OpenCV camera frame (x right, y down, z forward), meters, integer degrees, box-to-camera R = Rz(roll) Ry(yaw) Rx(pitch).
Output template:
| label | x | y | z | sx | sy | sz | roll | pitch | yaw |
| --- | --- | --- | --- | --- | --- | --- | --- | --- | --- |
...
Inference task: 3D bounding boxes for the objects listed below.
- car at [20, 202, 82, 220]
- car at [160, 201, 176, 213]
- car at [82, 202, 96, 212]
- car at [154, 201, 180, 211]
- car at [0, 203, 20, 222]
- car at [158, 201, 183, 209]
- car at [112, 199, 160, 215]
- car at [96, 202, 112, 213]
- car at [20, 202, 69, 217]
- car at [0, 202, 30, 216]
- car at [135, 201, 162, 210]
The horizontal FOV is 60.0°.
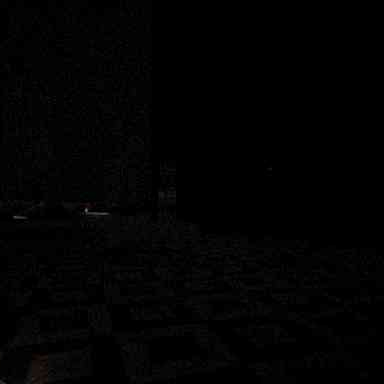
| label | x | y | z | sx | sy | sz | roll | pitch | yaw |
| --- | --- | --- | --- | --- | --- | --- | --- | --- | --- |
| car | -13.094 | 1.821 | 30.948 | 1.752 | 1.417 | 4.829 | -1 | -2 | 35 |
| car | -3.363 | 2.111 | 44.595 | 1.887 | 1.381 | 4.507 | -1 | -2 | 35 |
| car | -13.576 | 2.013 | 44.955 | 1.887 | 1.381 | 4.507 | -1 | -2 | 35 |
| car | -3.964 | 2.245 | 53.725 | 1.994 | 1.385 | 4.181 | 0 | -1 | 37 |
| car | -16.468 | 1.772 | 26.214 | 1.947 | 1.339 | 4.313 | -1 | -2 | 35 |
| car | -3.747 | 2.302 | 58.739 | 2.008 | 1.369 | 4.403 | -1 | -2 | 35 |
| car | -6.640 | 1.789 | 40.005 | 2.192 | 1.841 | 5.009 | -1 | -2 | 35 |
| car | -10.160 | 2.030 | 45.121 | 1.812 | 1.442 | 4.674 | 0 | -1 | 36 |
| car | -16.162 | 1.864 | 36.720 | 1.812 | 1.442 | 4.674 | 0 | -1 | 36 |
| car | -20.128 | 1.839 | 35.765 | 2.008 | 1.369 | 4.403 | -1 | -1 | 35 |
| car | -7.024 | 2.206 | 54.144 | 2.008 | 1.369 | 4.403 | -1 | -2 | 35 |
